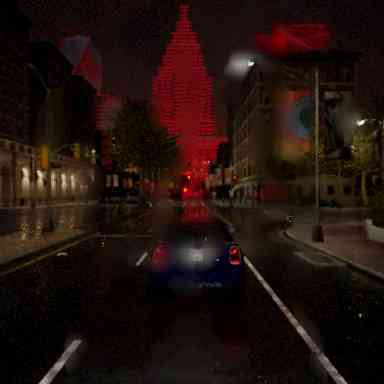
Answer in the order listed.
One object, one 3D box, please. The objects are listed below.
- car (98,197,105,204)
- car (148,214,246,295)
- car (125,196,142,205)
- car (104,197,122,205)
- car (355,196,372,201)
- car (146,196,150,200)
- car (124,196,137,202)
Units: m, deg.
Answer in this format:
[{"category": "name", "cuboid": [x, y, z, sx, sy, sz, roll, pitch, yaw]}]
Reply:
[{"category": "car", "cuboid": [-17.867, 1.704, 68.461, 1.895, 1.301, 4.718, 0, 0, 0]}, {"category": "car", "cuboid": [0.122, 1.367, 8.911, 2.097, 1.767, 4.553, 0, 0, 1]}, {"category": "car", "cuboid": [-11.168, 1.650, 63.293, 2.033, 1.411, 5.357, 0, 0, 1]}, {"category": "car", "cuboid": [-14.667, 1.702, 63.204, 1.895, 1.301, 4.718, 0, 0, 1]}, {"category": "car", "cuboid": [34.834, 1.609, 69.557, 2.231, 1.521, 4.892, 0, 0, 0]}, {"category": "car", "cuboid": [-11.059, 1.681, 78.730, 1.994, 1.385, 4.181, 0, 0, 0]}, {"category": "car", "cuboid": [-14.560, 1.652, 78.663, 2.128, 1.511, 4.902, 0, 0, 0]}]
